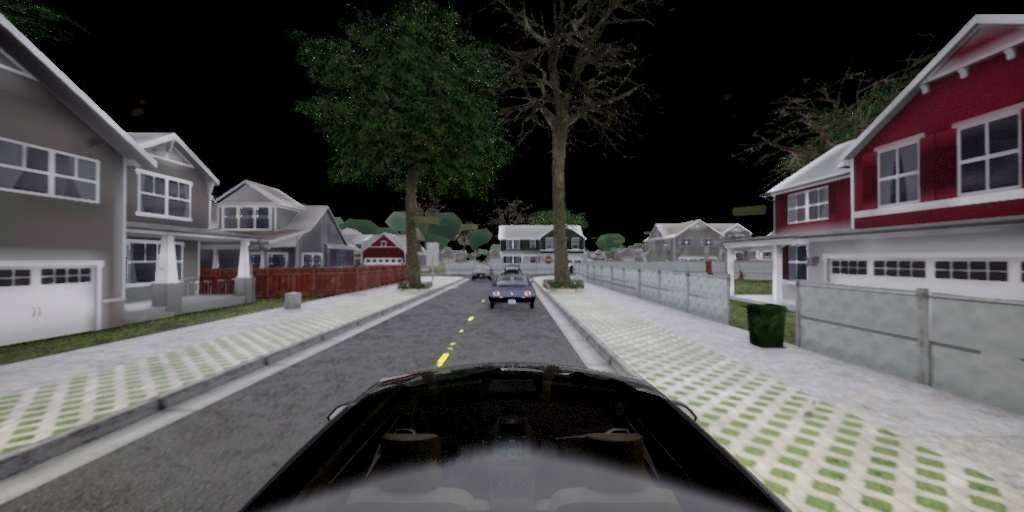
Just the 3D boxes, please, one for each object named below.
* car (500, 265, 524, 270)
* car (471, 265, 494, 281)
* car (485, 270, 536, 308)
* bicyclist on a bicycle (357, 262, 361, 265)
[{"bbox_3d":[0.011,1.535,31.155,1.837,1.490,4.892,0,0,0],"label":"car"},{"bbox_3d":[-2.749,1.568,34.081,1.837,1.490,4.892,0,-1,0],"label":"car"},{"bbox_3d":[0.005,1.485,15.962,1.895,1.301,4.718,0,-1,0],"label":"car"},{"bbox_3d":[-20.020,1.623,46.861,0.582,1.620,1.656,0,0,0],"label":"bicyclist on a bicycle"}]
